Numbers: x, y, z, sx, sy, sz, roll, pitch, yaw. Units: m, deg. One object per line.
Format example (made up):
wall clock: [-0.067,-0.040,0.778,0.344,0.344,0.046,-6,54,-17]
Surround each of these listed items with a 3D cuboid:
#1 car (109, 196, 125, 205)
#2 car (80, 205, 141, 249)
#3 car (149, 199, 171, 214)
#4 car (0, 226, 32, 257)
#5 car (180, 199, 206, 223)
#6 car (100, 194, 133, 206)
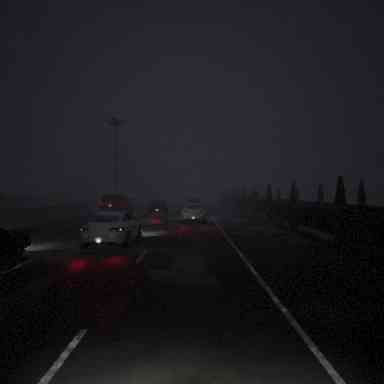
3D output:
car: [-14.012,1.518,62.644,1.882,1.535,5.008,0,0,0]
car: [-3.402,1.525,14.408,1.812,1.442,4.674,0,0,0]
car: [-3.407,1.504,35.004,1.837,1.490,4.892,0,0,0]
car: [-6.902,1.547,9.968,2.033,1.411,5.357,0,0,0]
car: [0.097,1.525,25.054,1.812,1.442,4.674,0,0,0]
car: [-6.906,1.221,30.828,2.150,2.045,5.566,0,0,0]
